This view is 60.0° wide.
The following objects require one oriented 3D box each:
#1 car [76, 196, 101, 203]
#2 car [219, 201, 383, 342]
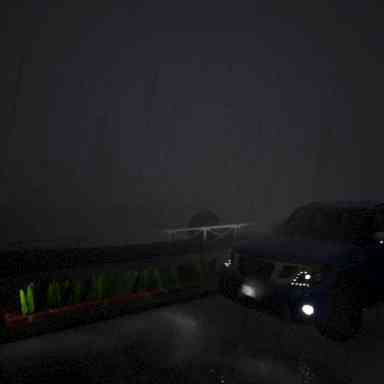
[{"bbox_3d":[-20.347,1.519,65.606,4.892,1.490,1.837,0,0,-36],"label":"car"},{"bbox_3d":[3.148,1.230,6.853,5.566,2.045,2.150,1,0,-35],"label":"car"}]
